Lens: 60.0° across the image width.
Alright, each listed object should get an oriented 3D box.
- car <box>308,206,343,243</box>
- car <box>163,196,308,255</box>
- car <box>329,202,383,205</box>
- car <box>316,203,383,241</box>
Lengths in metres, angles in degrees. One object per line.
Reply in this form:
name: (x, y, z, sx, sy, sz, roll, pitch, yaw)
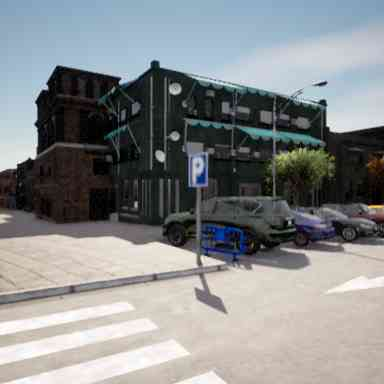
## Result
car: (3.892, 1.513, 14.914, 4.674, 1.452, 2.002, -1, -1, 38)
car: (1.344, 1.213, 13.377, 5.566, 2.045, 2.435, -1, -1, 38)
car: (8.906, 1.366, 18.040, 4.553, 1.767, 2.185, -1, -1, 38)
car: (6.407, 1.484, 16.470, 4.892, 1.521, 2.231, -1, -1, 38)
